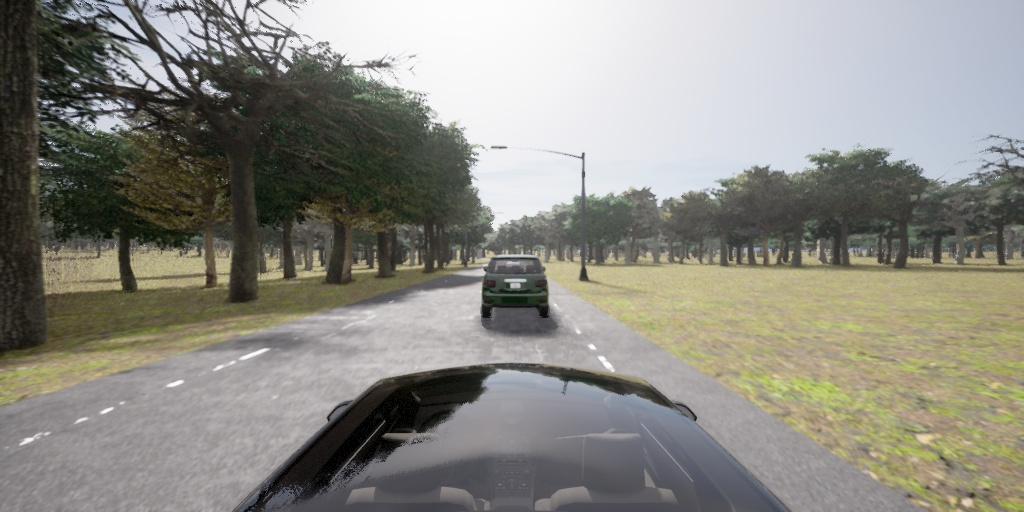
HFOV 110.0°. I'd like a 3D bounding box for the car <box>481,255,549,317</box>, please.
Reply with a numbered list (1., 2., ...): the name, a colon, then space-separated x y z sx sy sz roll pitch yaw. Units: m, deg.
1. car: 0.104 0.970 13.256 2.150 2.045 5.566 0 0 0
